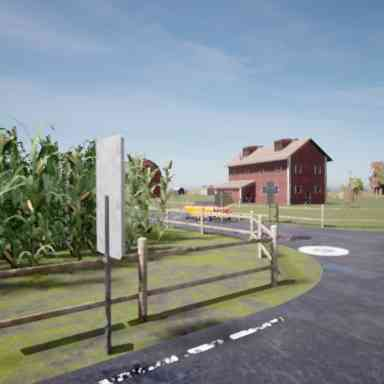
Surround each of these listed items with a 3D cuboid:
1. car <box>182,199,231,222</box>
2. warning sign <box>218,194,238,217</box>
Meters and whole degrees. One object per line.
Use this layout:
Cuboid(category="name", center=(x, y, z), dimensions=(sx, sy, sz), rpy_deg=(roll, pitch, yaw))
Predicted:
Cuboid(category="car", center=(1.055, 1.356, 26.690), dimensions=(2.097, 1.767, 4.553), rpy_deg=(0, 0, -35))
Cuboid(category="warning sign", center=(3.043, 1.104, 27.986), dimensions=(1.300, 1.860, 1.060), rpy_deg=(0, 0, -35))
